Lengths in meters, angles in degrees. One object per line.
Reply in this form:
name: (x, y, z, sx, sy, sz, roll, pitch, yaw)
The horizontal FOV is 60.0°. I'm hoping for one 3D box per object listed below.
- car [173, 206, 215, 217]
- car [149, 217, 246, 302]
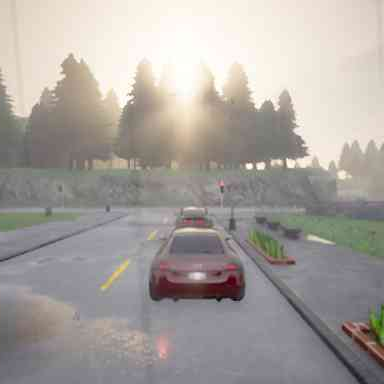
car: (0.105, 1.499, 17.295, 1.837, 1.490, 4.892, 0, 0, 0)
car: (0.103, 1.561, 8.297, 1.994, 1.385, 4.181, 0, 0, 0)
